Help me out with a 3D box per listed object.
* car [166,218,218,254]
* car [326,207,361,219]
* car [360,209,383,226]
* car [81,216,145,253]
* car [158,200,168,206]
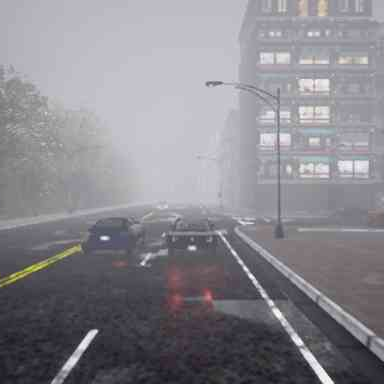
[{"bbox_3d":[0.016,1.736,14.105,1.895,1.301,4.718,0,-1,0],"label":"car"},{"bbox_3d":[16.334,2.198,34.926,4.206,1.307,1.802,1,-1,0],"label":"car"},{"bbox_3d":[16.375,2.082,26.580,4.507,1.381,1.887,1,-1,0],"label":"car"},{"bbox_3d":[-3.228,1.702,14.329,1.994,1.385,4.181,0,0,0],"label":"car"},{"bbox_3d":[-6.427,2.320,73.705,1.895,1.301,4.718,0,-1,0],"label":"car"}]
